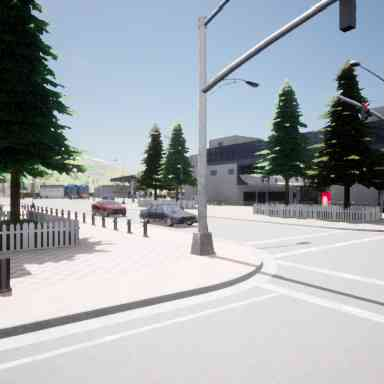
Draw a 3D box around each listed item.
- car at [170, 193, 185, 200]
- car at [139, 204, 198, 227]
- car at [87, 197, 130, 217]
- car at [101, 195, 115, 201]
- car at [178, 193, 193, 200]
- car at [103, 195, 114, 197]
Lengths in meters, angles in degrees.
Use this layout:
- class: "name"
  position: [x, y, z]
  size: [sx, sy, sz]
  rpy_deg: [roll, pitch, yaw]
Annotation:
- class: "car"
  position: [-3.866, 1.113, 85.958]
  size: [1.932, 1.855, 4.605]
  rpy_deg: [0, 0, -37]
- class: "car"
  position: [-1.790, 1.563, 23.252]
  size: [2.033, 1.411, 5.357]
  rpy_deg: [0, 0, -37]
- class: "car"
  position: [-7.883, 1.493, 31.343]
  size: [1.882, 1.535, 5.008]
  rpy_deg: [0, 0, -37]
- class: "car"
  position: [-20.905, 1.400, 82.753]
  size: [1.970, 1.475, 3.806]
  rpy_deg: [0, 0, -37]
- class: "car"
  position: [-1.776, 1.092, 88.018]
  size: [1.905, 1.878, 3.866]
  rpy_deg: [0, 0, -37]
- class: "car"
  position: [-18.887, 1.389, 75.015]
  size: [1.845, 1.501, 3.633]
  rpy_deg: [0, 0, -37]
